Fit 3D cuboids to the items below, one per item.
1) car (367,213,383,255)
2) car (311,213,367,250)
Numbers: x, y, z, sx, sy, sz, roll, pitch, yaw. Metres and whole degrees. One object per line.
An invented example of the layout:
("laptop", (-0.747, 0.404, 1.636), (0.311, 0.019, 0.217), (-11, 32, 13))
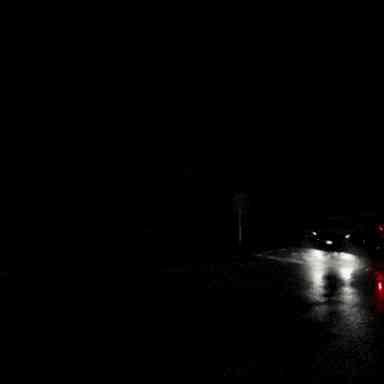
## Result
("car", (8.813, 1.435, 12.660), (4.553, 1.767, 2.097), (1, -1, -40))
("car", (7.590, 1.684, 15.309), (5.357, 1.411, 2.033), (1, -1, -41))
